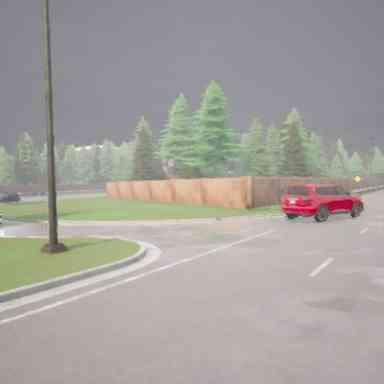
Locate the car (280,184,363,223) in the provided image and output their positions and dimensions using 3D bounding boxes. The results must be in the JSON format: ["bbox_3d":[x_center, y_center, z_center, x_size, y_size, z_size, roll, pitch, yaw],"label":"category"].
[{"bbox_3d":[7.513,0.536,19.113,5.566,2.045,2.150,-2,3,-34],"label":"car"}]

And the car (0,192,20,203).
[{"bbox_3d":[-24.742,0.773,44.078,2.128,1.511,4.902,-1,2,0],"label":"car"}]

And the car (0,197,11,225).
[{"bbox_3d":[-12.719,1.231,18.935,4.892,1.490,1.837,0,3,33],"label":"car"}]
